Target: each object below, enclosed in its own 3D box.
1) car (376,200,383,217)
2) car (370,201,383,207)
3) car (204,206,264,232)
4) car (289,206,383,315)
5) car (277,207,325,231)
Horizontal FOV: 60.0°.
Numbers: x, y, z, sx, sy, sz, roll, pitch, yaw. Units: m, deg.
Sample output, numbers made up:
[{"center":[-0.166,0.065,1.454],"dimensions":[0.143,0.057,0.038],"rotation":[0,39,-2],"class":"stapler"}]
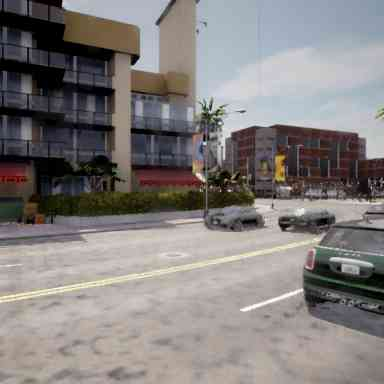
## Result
[{"center":[18.853,1.536,31.560],"dimensions":[2.033,1.411,5.357],"rotation":[0,0,25],"class":"car"},{"center":[11.386,1.482,19.584],"dimensions":[2.128,1.511,4.902],"rotation":[0,0,38],"class":"car"},{"center":[2.639,1.551,20.260],"dimensions":[1.994,1.385,4.181],"rotation":[0,0,42],"class":"car"},{"center":[4.325,1.348,7.099],"dimensions":[4.553,1.767,2.097],"rotation":[0,0,-41],"class":"car"},{"center":[6.897,1.591,19.784],"dimensions":[1.895,1.301,4.718],"rotation":[0,0,41],"class":"car"}]
